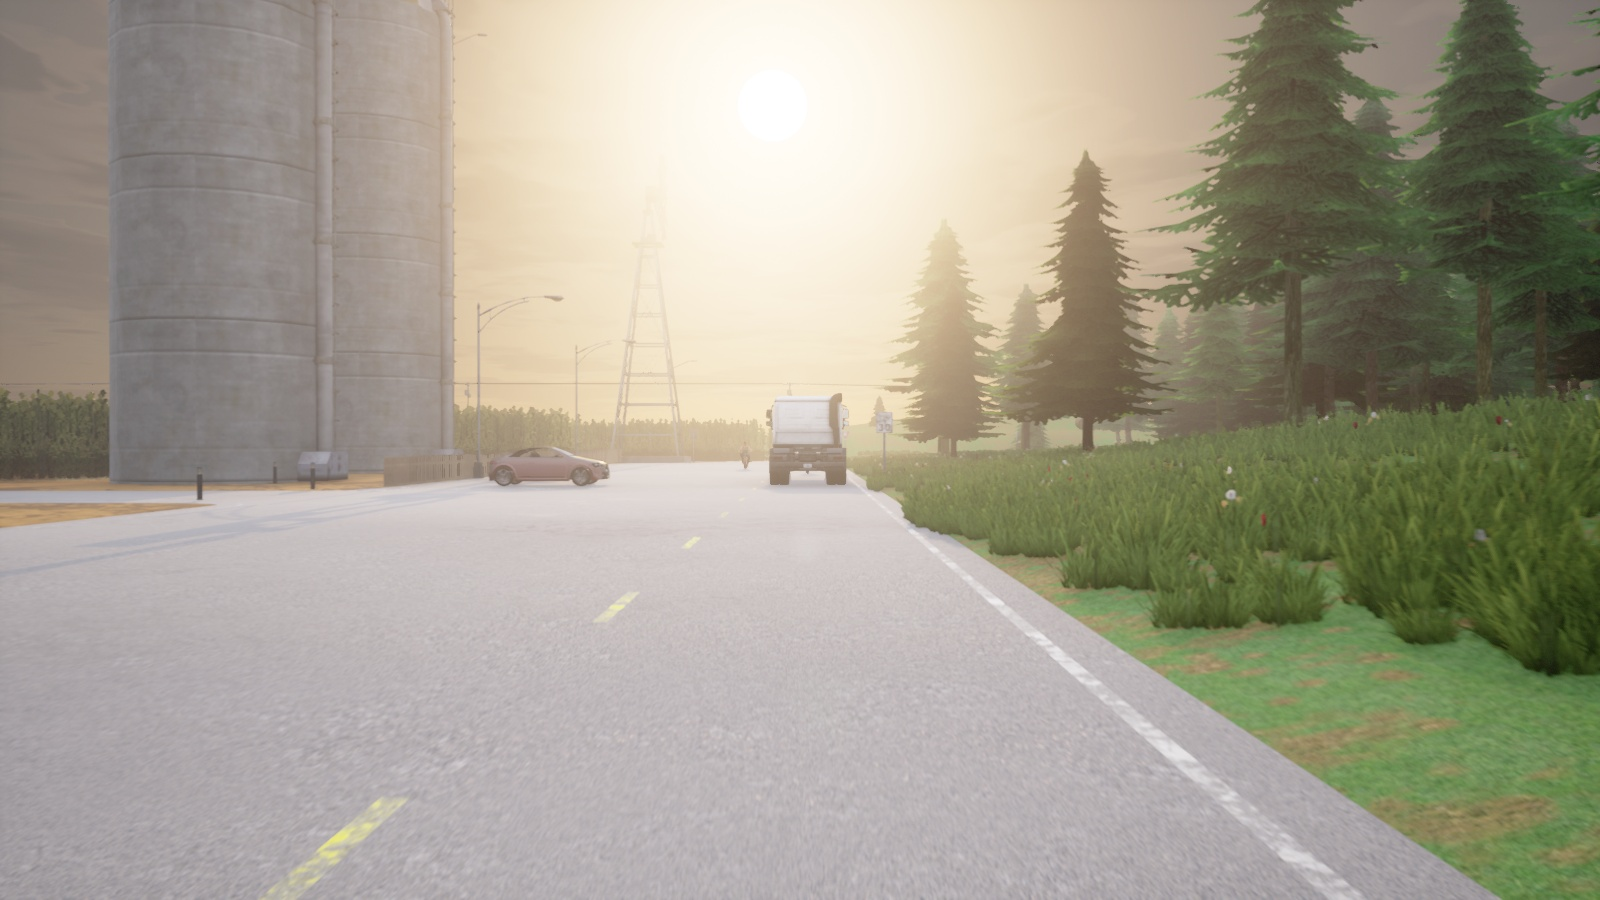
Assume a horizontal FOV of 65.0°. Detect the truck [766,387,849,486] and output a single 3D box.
[{"bbox_3d":[0.297,-0.504,47.774,2.891,3.462,7.936,0,0,0],"label":"truck"}]
